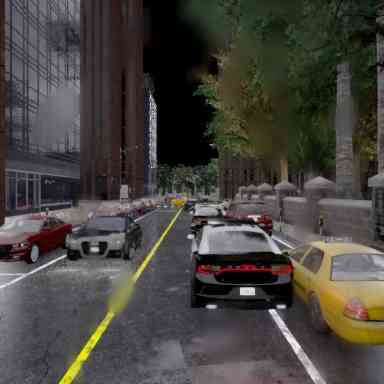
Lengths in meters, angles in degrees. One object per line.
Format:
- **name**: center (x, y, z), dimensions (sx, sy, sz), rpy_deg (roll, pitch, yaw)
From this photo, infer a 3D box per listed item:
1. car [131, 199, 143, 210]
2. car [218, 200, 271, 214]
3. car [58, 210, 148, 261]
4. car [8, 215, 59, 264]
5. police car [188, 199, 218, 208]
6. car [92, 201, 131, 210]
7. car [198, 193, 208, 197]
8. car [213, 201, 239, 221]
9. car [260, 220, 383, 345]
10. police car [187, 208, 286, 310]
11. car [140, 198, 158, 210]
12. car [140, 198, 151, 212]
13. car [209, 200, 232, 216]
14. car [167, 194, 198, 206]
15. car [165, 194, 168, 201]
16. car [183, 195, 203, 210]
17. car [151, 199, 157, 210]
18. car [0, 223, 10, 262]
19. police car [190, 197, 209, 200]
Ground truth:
- **car**: center (-5.709, 1.559, 28.224), dimensions (2.008, 1.369, 4.403), rpy_deg (0, 0, 0)
- **car**: center (2.796, 1.319, 17.297), dimensions (2.192, 1.841, 5.009), rpy_deg (0, 0, 0)
- **car**: center (-2.976, 1.566, 12.146), dimensions (1.994, 1.385, 4.181), rpy_deg (0, 0, 0)
- **car**: center (-5.740, 1.547, 11.853), dimensions (1.887, 1.381, 4.507), rpy_deg (0, 0, 0)
- **police car**: center (0.916, 1.430, 18.045), dimensions (1.930, 1.638, 5.238), rpy_deg (0, 0, 0)
- **car**: center (-5.719, 1.446, 22.767), dimensions (1.967, 1.590, 4.097), rpy_deg (0, 0, 0)
- **car**: center (2.907, 1.480, 76.549), dimensions (1.967, 1.590, 4.097), rpy_deg (0, 0, 0)
- **car**: center (2.816, 1.534, 28.380), dimensions (1.752, 1.417, 4.829), rpy_deg (0, 0, 0)
- **car**: center (2.775, 1.526, 6.554), dimensions (1.752, 1.417, 4.829), rpy_deg (0, 0, 0)
- **police car**: center (0.916, 1.427, 8.045), dimensions (1.930, 1.638, 5.238), rpy_deg (0, 0, 0)
- **car**: center (-5.679, 1.542, 44.425), dimensions (1.752, 1.417, 4.829), rpy_deg (0, 0, 0)
- **car**: center (-5.699, 1.556, 33.681), dimensions (1.887, 1.381, 4.507), rpy_deg (0, 0, 0)
- **car**: center (2.826, 1.577, 33.667), dimensions (1.947, 1.339, 4.313), rpy_deg (0, 0, 0)
- **car**: center (-1.480, 1.498, 53.890), dimensions (1.882, 1.535, 5.008), rpy_deg (1, 0, -38)
- **car**: center (-5.608, 1.360, 82.003), dimensions (2.192, 1.841, 5.009), rpy_deg (0, 0, 0)
- **car**: center (0.084, 1.521, 42.997), dimensions (1.837, 1.490, 4.892), rpy_deg (0, 0, 0)
- **car**: center (-5.689, 1.454, 39.138), dimensions (1.967, 1.590, 4.097), rpy_deg (0, 0, 0)
- **car**: center (-5.750, 1.545, 6.395), dimensions (1.887, 1.381, 4.507), rpy_deg (0, 0, 0)
- **police car**: center (0.946, 1.432, 24.045), dimensions (1.930, 1.638, 5.238), rpy_deg (0, 0, 0)
